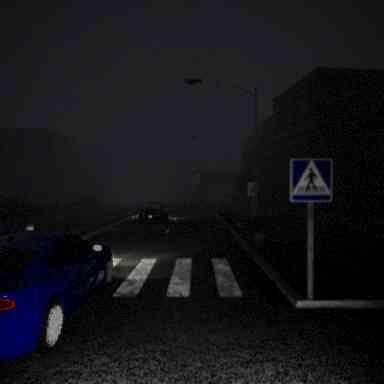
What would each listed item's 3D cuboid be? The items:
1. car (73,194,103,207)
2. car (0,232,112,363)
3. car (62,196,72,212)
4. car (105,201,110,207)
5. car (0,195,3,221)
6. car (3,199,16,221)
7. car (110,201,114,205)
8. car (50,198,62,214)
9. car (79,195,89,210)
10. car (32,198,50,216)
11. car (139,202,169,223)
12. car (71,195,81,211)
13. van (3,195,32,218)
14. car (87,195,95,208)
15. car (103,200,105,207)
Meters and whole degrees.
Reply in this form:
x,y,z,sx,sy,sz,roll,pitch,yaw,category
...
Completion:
x,y,z,sx,sy,sz,roll,pitch,yaw,category
-15.856,1.275,46.266,5.566,2.045,2.435,0,-1,0,car
-2.867,1.464,6.120,1.882,1.535,5.008,0,0,0,car
-15.843,1.445,35.239,4.892,1.521,2.231,0,0,0,car
-15.825,1.629,51.774,4.674,1.452,2.002,0,-1,0,car
-15.820,1.171,21.456,5.566,2.045,2.435,0,0,0,car
-15.849,1.460,24.216,4.674,1.452,2.002,0,0,0,car
-15.634,1.622,54.531,5.366,1.575,1.946,0,-1,0,car
-15.809,1.462,32.483,4.792,1.488,2.163,0,0,0,car
-15.827,1.478,40.752,5.008,1.535,2.097,0,0,0,car
-15.847,1.424,29.728,5.008,1.535,2.097,0,0,0,car
-2.729,1.443,24.235,1.812,1.442,4.674,0,0,0,car
-15.840,1.460,37.996,4.892,1.521,2.231,0,0,0,car
-15.959,1.195,27.093,4.442,1.987,1.878,0,0,0,van
-15.834,1.500,43.508,5.008,1.535,2.097,0,0,0,car
-15.793,1.430,49.020,4.553,1.767,2.185,0,-1,0,car
